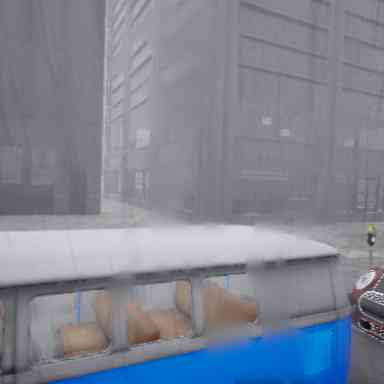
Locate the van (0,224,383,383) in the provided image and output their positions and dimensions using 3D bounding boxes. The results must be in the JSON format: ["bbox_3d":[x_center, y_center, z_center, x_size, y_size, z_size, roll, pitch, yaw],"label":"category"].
[{"bbox_3d":[-0.598,1.203,2.647,3.998,1.788,1.690,1,2,-26],"label":"van"}]
